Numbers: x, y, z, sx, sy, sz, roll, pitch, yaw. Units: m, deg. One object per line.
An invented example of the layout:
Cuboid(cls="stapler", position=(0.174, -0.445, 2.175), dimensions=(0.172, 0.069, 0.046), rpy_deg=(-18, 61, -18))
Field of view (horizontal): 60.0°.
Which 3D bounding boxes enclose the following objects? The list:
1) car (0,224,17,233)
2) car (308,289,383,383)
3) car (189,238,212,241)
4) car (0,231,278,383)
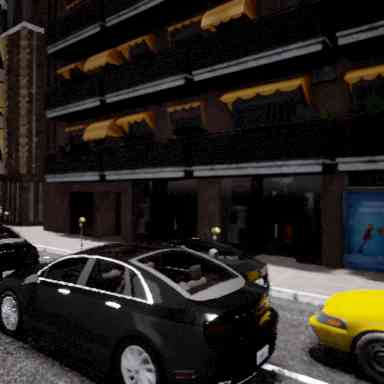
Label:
Cuboid(cls="car", position=(-5.933, 1.559, 8.781), dimensions=(4.892, 1.490, 1.837), rpy_deg=(0, -1, 37))
Cuboid(cls="car", position=(3.880, 1.587, 3.723), dimensions=(4.829, 1.417, 1.752), rpy_deg=(0, -1, 37))
Cuboid(cls="car", position=(-0.519, 1.634, 6.990), dimensions=(4.313, 1.339, 1.947), rpy_deg=(0, -1, 37))
Cuboid(cls="car", position=(-1.169, 1.552, 5.132), dimensions=(4.892, 1.490, 1.837), rpy_deg=(0, -1, 37))
